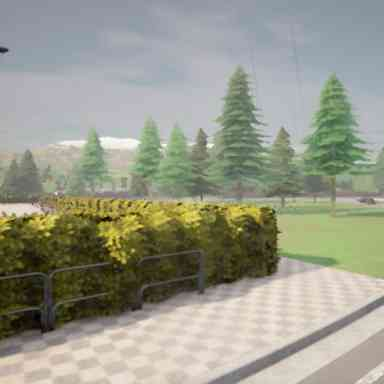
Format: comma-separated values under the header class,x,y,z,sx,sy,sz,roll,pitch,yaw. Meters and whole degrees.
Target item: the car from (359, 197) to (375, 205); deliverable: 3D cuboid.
class,x,y,z,sx,sy,sz,roll,pitch,yaw
car,34.409,1.691,65.494,2.128,1.511,4.902,0,0,12
